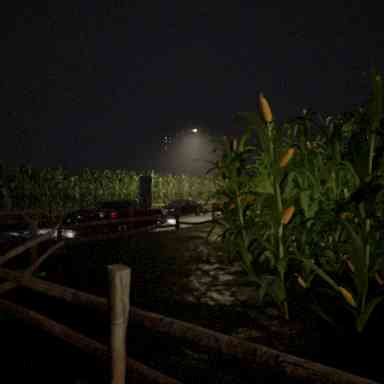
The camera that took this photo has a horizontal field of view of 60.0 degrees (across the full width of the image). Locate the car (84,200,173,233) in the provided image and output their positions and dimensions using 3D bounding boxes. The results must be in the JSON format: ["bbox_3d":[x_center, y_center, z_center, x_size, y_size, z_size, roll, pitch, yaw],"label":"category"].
[{"bbox_3d":[-3.486,1.239,18.994,2.097,1.767,4.553,1,1,35],"label":"car"}]

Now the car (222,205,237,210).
[{"bbox_3d":[4.888,1.309,35.794,1.994,1.385,4.181,1,1,36],"label":"car"}]

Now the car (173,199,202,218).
[{"bbox_3d":[-0.909,1.334,27.690,1.812,1.442,4.674,1,1,35],"label":"car"}]

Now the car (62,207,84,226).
[{"bbox_3d":[-5.922,1.428,20.682,1.994,1.385,4.181,1,1,35],"label":"car"}]
